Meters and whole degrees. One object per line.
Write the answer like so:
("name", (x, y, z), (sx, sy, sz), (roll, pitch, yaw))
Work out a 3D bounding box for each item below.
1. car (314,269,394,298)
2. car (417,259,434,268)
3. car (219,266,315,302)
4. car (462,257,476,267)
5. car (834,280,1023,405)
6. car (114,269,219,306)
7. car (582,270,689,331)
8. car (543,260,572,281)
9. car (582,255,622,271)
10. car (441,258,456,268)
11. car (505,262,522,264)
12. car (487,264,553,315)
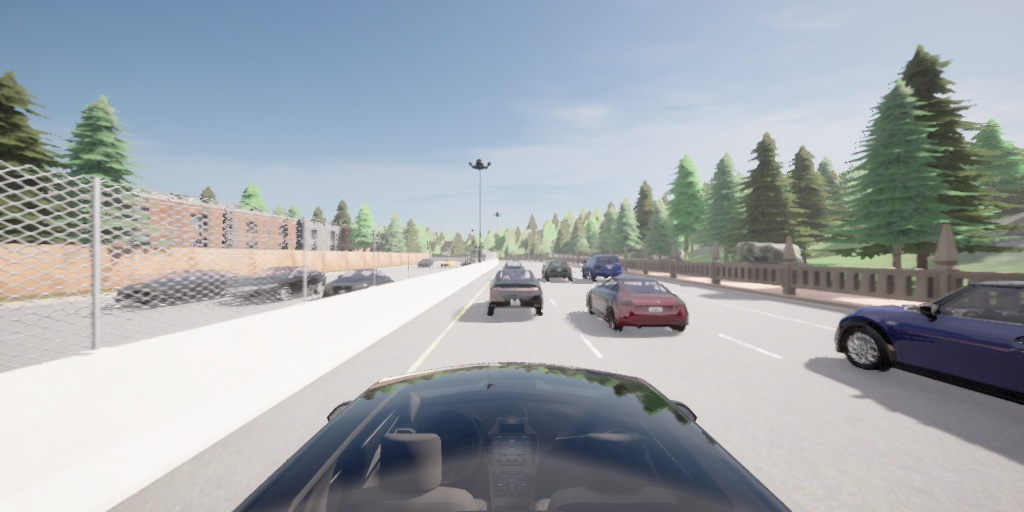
("car", (-7.095, 1.298, 16.967), (1.994, 1.385, 4.181), (0, 0, 0))
("car", (-14.024, 1.194, 58.640), (1.837, 1.490, 4.892), (0, 0, 1))
("car", (-10.595, 1.225, 16.845), (2.128, 1.511, 4.902), (0, 0, 0))
("car", (-7.033, 1.043, 59.401), (2.097, 1.767, 4.553), (0, 0, 1))
("car", (7.094, 1.099, 4.820), (2.097, 1.767, 4.553), (0, 0, 0))
("car", (-14.096, 1.281, 16.057), (2.033, 1.411, 5.357), (0, 0, 0))
("car", (3.601, 1.306, 10.983), (1.994, 1.385, 4.181), (0, 0, 0))
("car", (3.609, 1.074, 29.488), (2.097, 1.767, 4.553), (0, 0, 0))
("car", (7.110, 0.947, 28.792), (2.150, 2.045, 5.566), (0, 0, 0))
("car", (-10.521, 1.169, 59.490), (1.882, 1.535, 5.008), (0, 0, 1))
("car", (0.109, 1.214, 29.870), (2.128, 1.511, 4.902), (0, 0, 0))
("car", (0.103, 1.231, 13.404), (2.128, 1.511, 4.902), (0, 0, 0))
